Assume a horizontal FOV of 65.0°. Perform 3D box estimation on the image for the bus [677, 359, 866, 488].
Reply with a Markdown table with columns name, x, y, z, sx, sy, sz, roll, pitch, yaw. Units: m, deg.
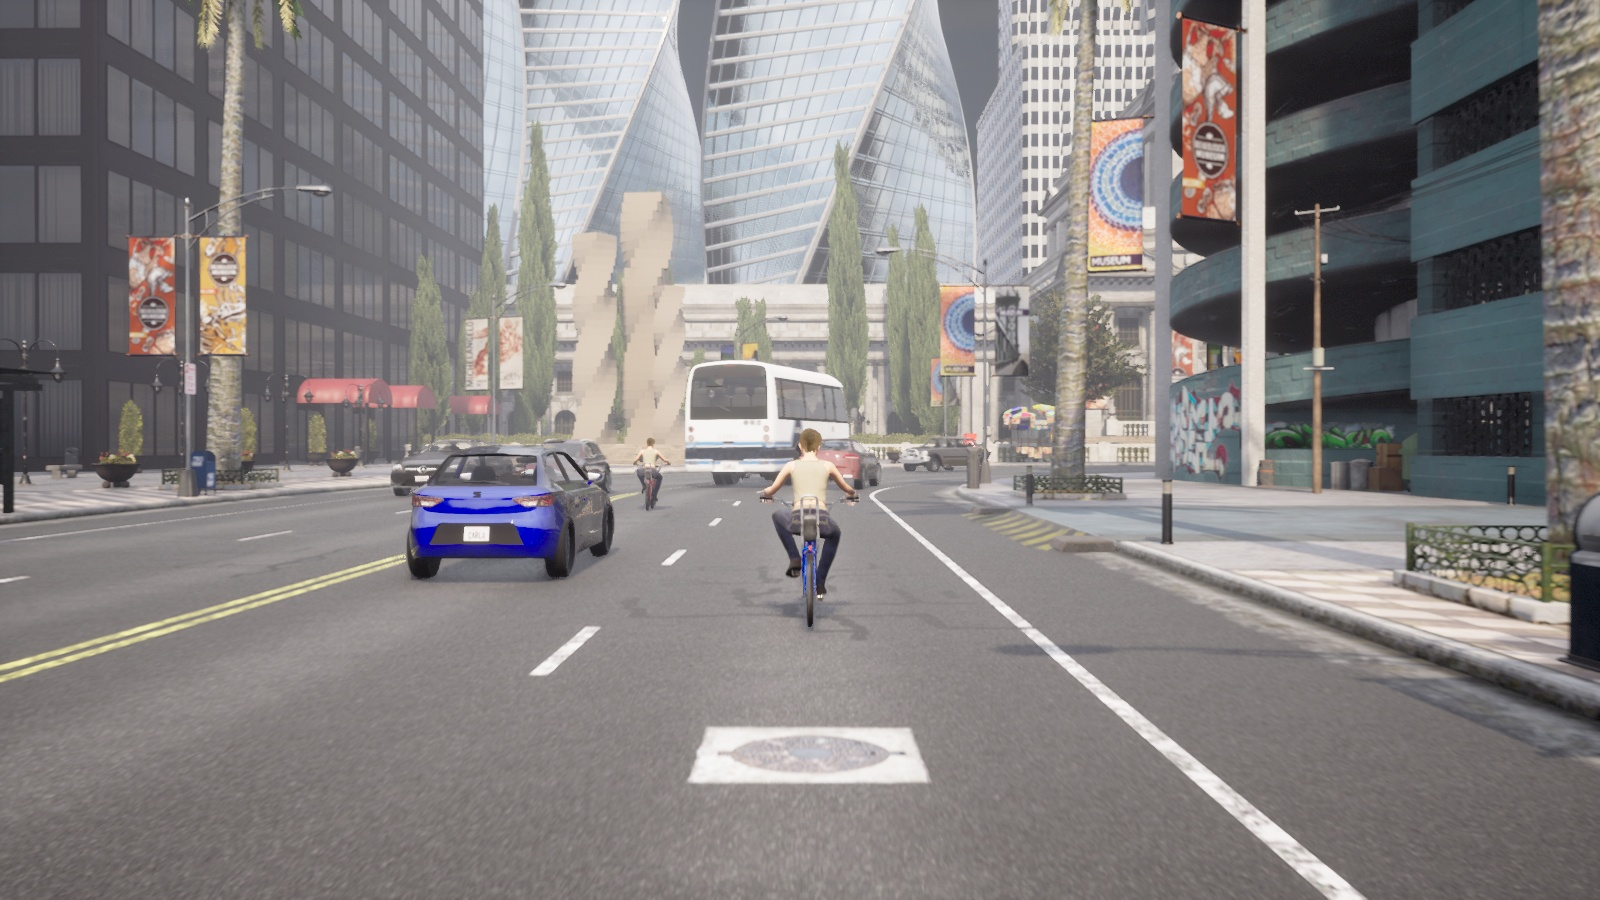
| name | x | y | z | sx | sy | sz | roll | pitch | yaw |
| --- | --- | --- | --- | --- | --- | --- | --- | --- | --- |
| bus | -0.732 | -0.895 | 46.875 | 3.944 | 4.253 | 10.273 | 0 | 0 | 17 |

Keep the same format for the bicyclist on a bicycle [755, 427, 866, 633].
| name | x | y | z | sx | sy | sz | roll | pitch | yaw |
| --- | --- | --- | --- | --- | --- | --- | --- | --- | --- |
| bicyclist on a bicycle | 0.081 | 0.623 | 10.589 | 0.866 | 1.612 | 1.509 | 0 | 0 | 0 |

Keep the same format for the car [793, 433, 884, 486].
| name | x | y | z | sx | sy | sz | roll | pitch | yaw |
| --- | --- | --- | --- | --- | --- | --- | --- | --- | --- |
| car | 1.360 | 0.291 | 41.798 | 2.152 | 1.651 | 5.027 | 0 | 0 | 12 |

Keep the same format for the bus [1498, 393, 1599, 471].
| name | x | y | z | sx | sy | sz | roll | pitch | yaw |
| --- | --- | --- | --- | --- | --- | --- | --- | --- | --- |
| bus | 45.613 | -0.992 | 70.789 | 10.273 | 4.253 | 3.944 | 0 | 0 | 0 |

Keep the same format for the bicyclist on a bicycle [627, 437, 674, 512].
| name | x | y | z | sx | sy | sz | roll | pitch | yaw |
| --- | --- | --- | --- | --- | --- | --- | --- | --- | --- |
| bicyclist on a bicycle | -3.320 | 0.523 | 27.927 | 0.866 | 1.612 | 1.509 | 0 | 0 | 0 |

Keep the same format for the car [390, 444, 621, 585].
| name | x | y | z | sx | sy | sz | roll | pitch | yaw |
| --- | --- | --- | --- | --- | --- | --- | --- | --- | --- |
| car | -3.397 | 0.671 | 15.317 | 1.816 | 1.474 | 4.193 | 0 | 0 | 0 |

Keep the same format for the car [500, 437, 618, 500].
| name | x | y | z | sx | sy | sz | roll | pitch | yaw |
| --- | --- | --- | --- | --- | --- | --- | --- | --- | --- |
| car | -6.661 | 0.472 | 35.295 | 2.033 | 1.649 | 4.856 | 0 | 0 | 4 |

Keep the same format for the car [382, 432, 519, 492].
| name | x | y | z | sx | sy | sz | roll | pitch | yaw |
| --- | --- | --- | --- | --- | --- | --- | --- | --- | --- |
| car | -10.096 | 0.310 | 36.717 | 2.152 | 1.651 | 5.027 | 0 | 0 | 6 |

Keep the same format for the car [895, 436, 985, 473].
| name | x | y | z | sx | sy | sz | roll | pitch | yaw |
| --- | --- | --- | --- | --- | --- | --- | --- | --- | --- |
| car | 7.171 | 0.208 | 64.064 | 4.605 | 1.855 | 1.932 | 0 | 0 | -40 |
